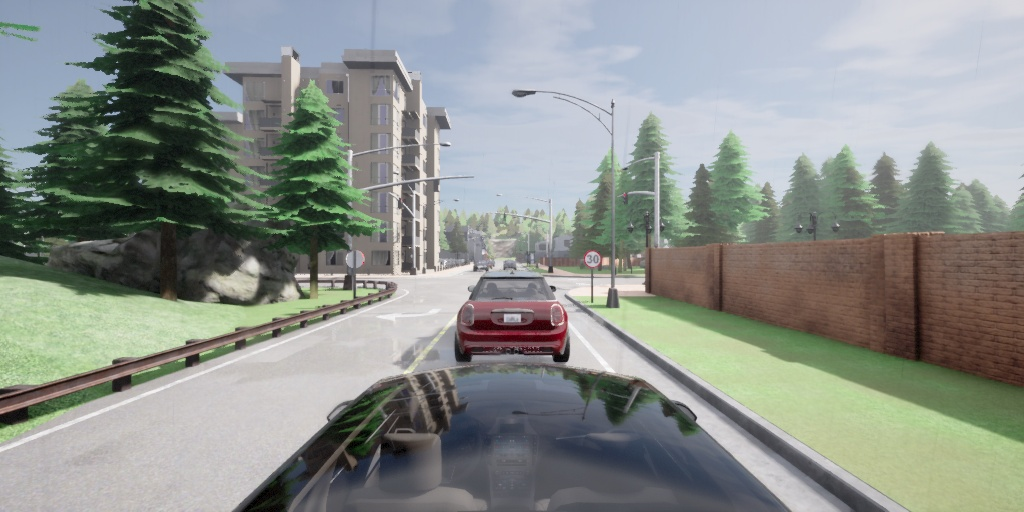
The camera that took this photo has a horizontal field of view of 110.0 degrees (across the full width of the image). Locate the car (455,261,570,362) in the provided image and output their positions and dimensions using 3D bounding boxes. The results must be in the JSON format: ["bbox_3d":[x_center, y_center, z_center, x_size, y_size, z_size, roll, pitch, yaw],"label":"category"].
[{"bbox_3d":[0.005,1.102,8.354,2.097,1.767,4.553,0,0,0],"label":"car"}]

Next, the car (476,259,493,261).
[{"bbox_3d":[-3.982,1.241,46.675,2.128,1.511,4.902,0,0,-1],"label":"car"}]
